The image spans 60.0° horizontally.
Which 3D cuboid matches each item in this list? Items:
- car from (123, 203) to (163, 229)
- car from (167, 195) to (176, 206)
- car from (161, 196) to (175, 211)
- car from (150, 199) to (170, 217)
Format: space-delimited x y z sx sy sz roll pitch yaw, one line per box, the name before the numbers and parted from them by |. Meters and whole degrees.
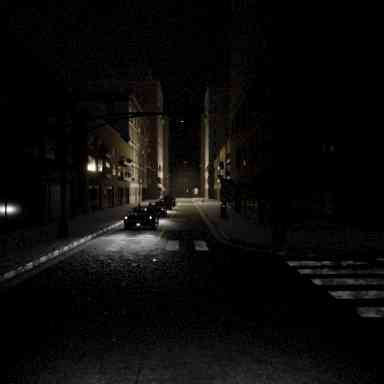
car | -3.185 1.596 21.733 1.895 1.301 4.718 0 0 -1
car | -3.561 1.324 51.016 2.097 1.767 4.553 0 0 -1
car | -3.456 1.547 40.721 1.994 1.385 4.181 0 0 -1
car | -3.324 1.591 30.961 1.895 1.301 4.718 0 0 -1
